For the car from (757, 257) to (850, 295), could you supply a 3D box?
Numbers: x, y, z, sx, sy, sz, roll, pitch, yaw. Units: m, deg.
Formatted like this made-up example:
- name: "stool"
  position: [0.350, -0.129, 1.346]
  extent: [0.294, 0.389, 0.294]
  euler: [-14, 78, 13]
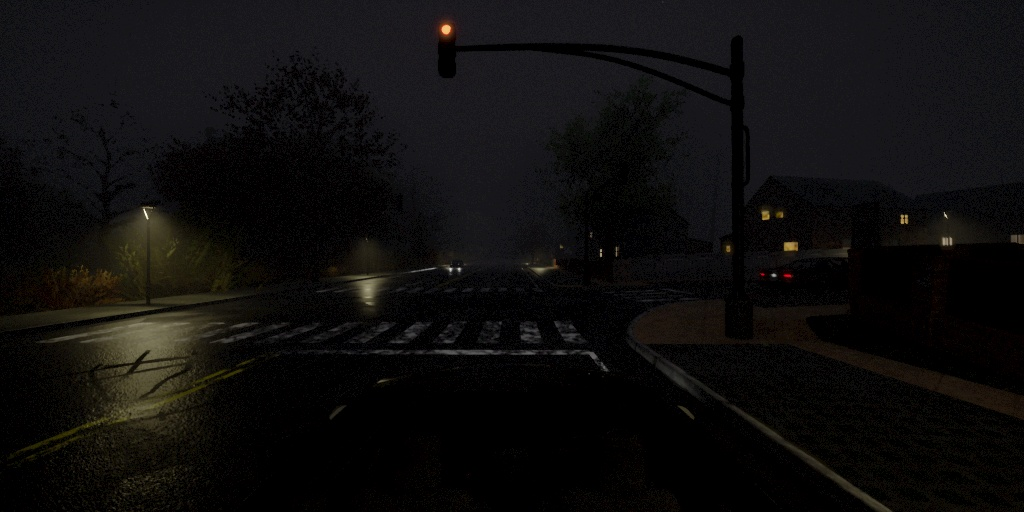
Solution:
- name: "car"
  position: [12.835, 0.746, 14.387]
  extent: [5.357, 1.411, 2.033]
  euler: [-2, -1, -6]

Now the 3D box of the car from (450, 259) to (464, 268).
- name: "car"
  position: [-9.698, 1.310, 63.260]
  extent: [1.837, 1.490, 4.892]
  euler: [0, 0, 0]
